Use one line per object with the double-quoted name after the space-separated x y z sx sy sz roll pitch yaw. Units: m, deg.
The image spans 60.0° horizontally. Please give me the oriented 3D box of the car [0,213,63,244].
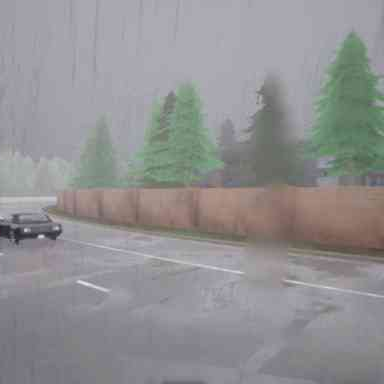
-8.083 1.647 16.052 1.895 1.301 4.718 0 0 -44 "car"
